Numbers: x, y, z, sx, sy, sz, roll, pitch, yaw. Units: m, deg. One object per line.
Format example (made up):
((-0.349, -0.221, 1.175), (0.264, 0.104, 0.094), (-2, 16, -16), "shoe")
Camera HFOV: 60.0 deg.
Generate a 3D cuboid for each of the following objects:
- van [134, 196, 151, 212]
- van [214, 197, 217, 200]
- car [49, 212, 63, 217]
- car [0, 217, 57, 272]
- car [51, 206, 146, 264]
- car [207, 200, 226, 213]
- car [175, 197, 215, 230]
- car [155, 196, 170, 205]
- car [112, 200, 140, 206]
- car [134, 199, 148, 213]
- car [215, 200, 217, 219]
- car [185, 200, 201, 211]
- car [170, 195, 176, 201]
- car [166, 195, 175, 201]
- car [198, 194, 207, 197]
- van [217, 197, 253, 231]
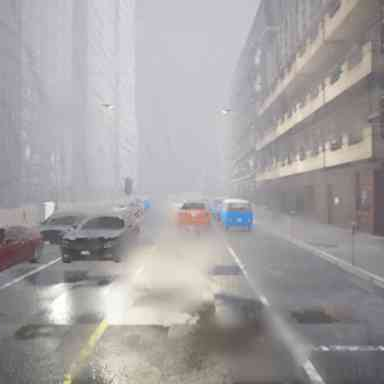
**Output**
((-5.666, 1.393, 37.648), (1.690, 1.788, 3.998), (1, 0, 0), "van")
((2.712, 1.387, 32.024), (1.690, 1.788, 3.998), (1, 0, 0), "van")
((-5.677, 1.590, 15.064), (1.947, 1.339, 4.313), (1, 0, 0), "car")
((-5.679, 1.598, 9.416), (1.802, 1.307, 4.206), (1, 0, 0), "car")
((-3.084, 1.497, 12.146), (1.882, 1.535, 5.008), (0, 0, 0), "car")
((2.712, 1.633, 37.670), (1.802, 1.307, 4.206), (1, 0, 0), "car")
((0.109, 1.384, 21.466), (2.097, 1.767, 4.553), (0, 0, 0), "car")
((-5.660, 1.615, 60.233), (2.008, 1.369, 4.403), (1, 0, 0), "car")
((-5.673, 1.590, 26.356), (2.008, 1.369, 4.403), (1, 0, 0), "car")
((-5.671, 1.628, 32.002), (1.802, 1.307, 4.206), (1, 0, 0), "car")
((2.708, 1.590, 26.378), (2.008, 1.369, 4.403), (1, 0, 0), "car")
((0.116, 1.656, 42.113), (1.895, 1.301, 4.718), (0, 0, 0), "car")
((-5.651, 1.589, 82.647), (1.752, 1.417, 4.829), (1, 0, 0), "car")
((-5.650, 1.612, 88.464), (2.008, 1.369, 4.403), (1, 0, 0), "car")
((2.728, 1.504, 77.197), (1.967, 1.590, 4.097), (1, 0, 0), "car")
((2.708, 1.373, 20.731), (1.690, 1.788, 3.998), (1, 0, 0), "van")
